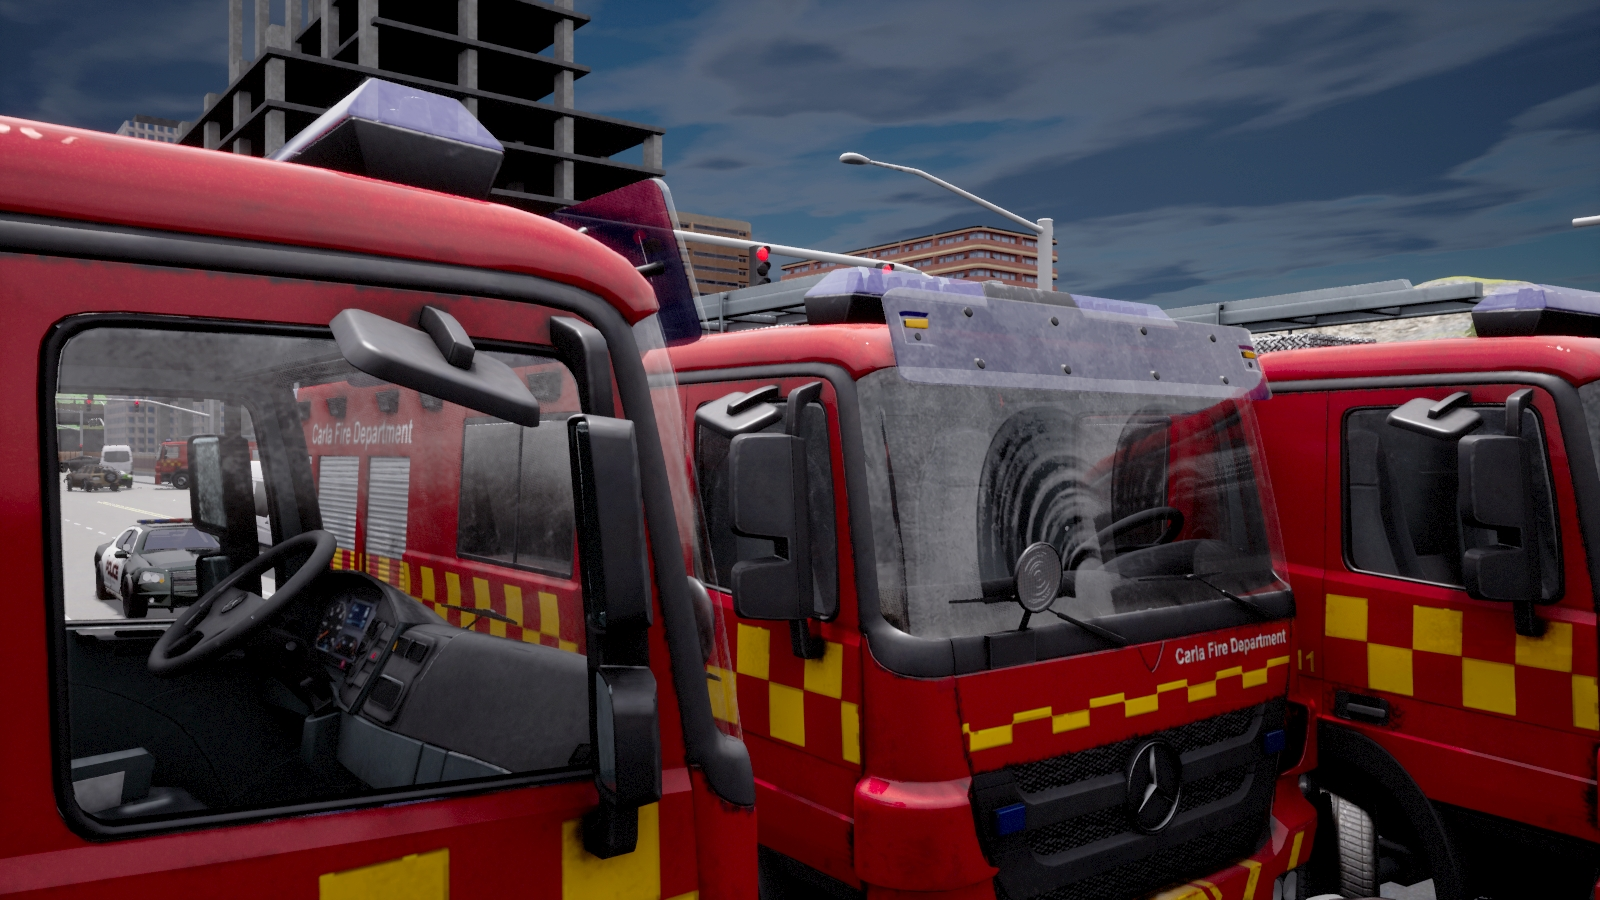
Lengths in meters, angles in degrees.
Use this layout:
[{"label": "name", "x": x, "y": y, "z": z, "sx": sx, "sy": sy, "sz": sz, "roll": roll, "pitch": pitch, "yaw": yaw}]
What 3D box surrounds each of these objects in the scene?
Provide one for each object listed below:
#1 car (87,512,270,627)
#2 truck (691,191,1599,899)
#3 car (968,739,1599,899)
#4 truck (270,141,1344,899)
[{"label": "car", "x": -11.386, "y": 2.037, "z": 20.746, "sx": 2.038, "sy": 1.542, "sz": 4.974, "roll": 0, "pitch": 0, "yaw": -39}, {"label": "truck", "x": 2.348, "y": 0.890, "z": 8.605, "sx": 2.891, "sy": 3.827, "sz": 8.468, "roll": 0, "pitch": 0, "yaw": -31}, {"label": "car", "x": 2.437, "y": 2.065, "z": 3.109, "sx": 1.970, "sy": 1.475, "sz": 3.806, "roll": 0, "pitch": 0, "yaw": -30}, {"label": "truck", "x": -1.099, "y": 0.890, "z": 8.003, "sx": 2.891, "sy": 3.827, "sz": 8.468, "roll": 0, "pitch": 0, "yaw": -38}]
